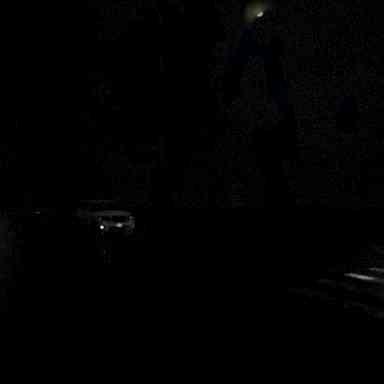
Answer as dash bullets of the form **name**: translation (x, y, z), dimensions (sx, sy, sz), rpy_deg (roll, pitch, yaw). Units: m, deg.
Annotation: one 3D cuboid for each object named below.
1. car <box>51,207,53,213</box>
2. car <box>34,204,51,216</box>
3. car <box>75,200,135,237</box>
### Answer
- **car**: translation (-22.902, 2.565, 51.295), dimensions (1.895, 1.301, 4.718), rpy_deg (0, -1, -34)
- **car**: translation (-19.323, 2.237, 40.910), dimensions (2.128, 1.511, 4.902), rpy_deg (0, -1, -34)
- **car**: translation (-5.463, 1.487, 20.305), dimensions (2.150, 2.045, 5.566), rpy_deg (0, -1, -34)
